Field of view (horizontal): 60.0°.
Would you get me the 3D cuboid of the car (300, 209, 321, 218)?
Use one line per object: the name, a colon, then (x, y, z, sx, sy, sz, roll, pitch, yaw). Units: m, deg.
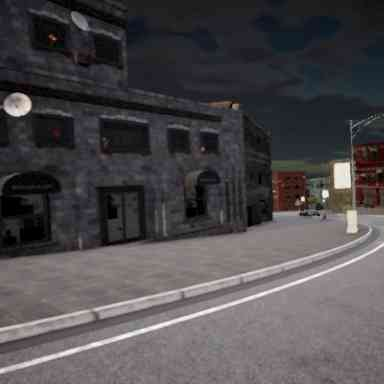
car: (21.119, 3.800, 59.636, 2.033, 1.411, 5.357, -3, -3, -5)
